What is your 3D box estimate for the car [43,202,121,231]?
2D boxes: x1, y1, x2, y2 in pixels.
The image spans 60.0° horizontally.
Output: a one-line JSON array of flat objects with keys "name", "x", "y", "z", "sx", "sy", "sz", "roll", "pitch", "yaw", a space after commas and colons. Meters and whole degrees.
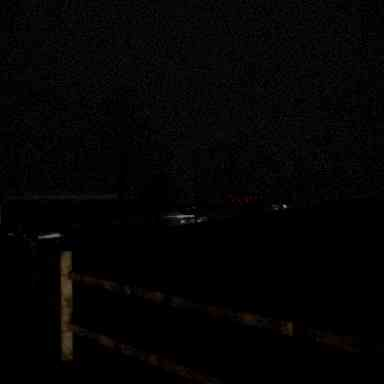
[{"name": "car", "x": -6.477, "y": 1.384, "z": 20.062, "sx": 1.837, "sy": 1.490, "sz": 4.892, "roll": -1, "pitch": 0, "yaw": 35}]

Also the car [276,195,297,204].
[{"name": "car", "x": 13.894, "y": 1.081, "z": 49.269, "sx": 2.033, "sy": 1.411, "sz": 5.357, "roll": -1, "pitch": 0, "yaw": 35}]

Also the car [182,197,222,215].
[{"name": "car", "x": 1.026, "y": 1.255, "z": 30.880, "sx": 1.837, "sy": 1.490, "sz": 4.892, "roll": -1, "pitch": -1, "yaw": 35}]

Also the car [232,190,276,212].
[{"name": "car", "x": 5.920, "y": 0.865, "z": 32.781, "sx": 2.150, "sy": 2.045, "sz": 5.566, "roll": -1, "pitch": 0, "yaw": 35}]
